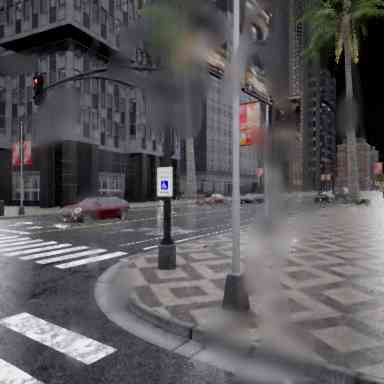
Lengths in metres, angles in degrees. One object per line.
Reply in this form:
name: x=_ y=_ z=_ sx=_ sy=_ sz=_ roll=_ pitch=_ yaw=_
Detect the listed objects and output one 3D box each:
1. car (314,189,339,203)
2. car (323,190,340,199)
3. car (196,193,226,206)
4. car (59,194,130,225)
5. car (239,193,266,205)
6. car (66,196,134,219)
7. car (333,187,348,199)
car: x=17.823 y=0.677 z=44.481 sx=1.837 sy=1.490 sz=4.892 roll=0 pitch=1 yaw=35
car: x=25.768 y=0.352 z=61.321 sx=1.882 sy=1.535 sz=5.008 roll=0 pitch=1 yaw=36
car: x=2.364 y=0.891 z=39.854 sx=1.812 sy=1.442 sz=4.674 roll=0 pitch=1 yaw=35
car: x=-6.392 y=1.067 z=21.888 sx=2.097 sy=1.767 sz=4.553 roll=0 pitch=1 yaw=35
car: x=7.655 y=0.842 z=41.686 sx=2.033 sy=1.411 sz=5.357 roll=0 pitch=1 yaw=36
car: x=-7.165 y=1.142 z=26.419 sx=2.128 sy=1.511 sz=4.902 roll=0 pitch=1 yaw=35
car: x=23.683 y=0.231 z=52.762 sx=2.150 sy=2.045 sz=5.566 roll=0 pitch=1 yaw=36
